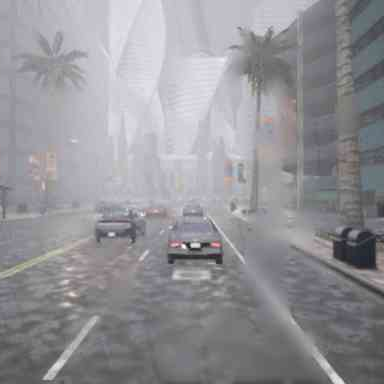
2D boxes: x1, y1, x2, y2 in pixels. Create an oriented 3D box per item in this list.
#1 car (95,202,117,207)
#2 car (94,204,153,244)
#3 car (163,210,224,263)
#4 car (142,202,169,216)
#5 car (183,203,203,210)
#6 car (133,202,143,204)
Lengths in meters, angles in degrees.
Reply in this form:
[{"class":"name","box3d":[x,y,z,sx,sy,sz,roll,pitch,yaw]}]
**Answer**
[{"class":"car","box3d":[-10.183,1.854,40.474,1.895,1.301,4.718,0,0,5]},{"class":"car","box3d":[-3.406,1.595,16.527,2.128,1.511,4.902,0,0,0]},{"class":"car","box3d":[0.096,1.624,12.237,2.033,1.411,5.357,0,0,0]},{"class":"car","box3d":[-3.390,1.771,33.101,1.994,1.385,4.181,0,0,0]},{"class":"car","box3d":[0.108,1.771,33.095,1.994,1.385,4.181,0,0,0]},{"class":"car","box3d":[-6.609,1.861,41.589,1.895,1.301,4.718,0,0,6]}]
